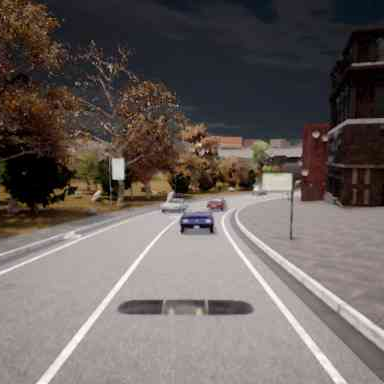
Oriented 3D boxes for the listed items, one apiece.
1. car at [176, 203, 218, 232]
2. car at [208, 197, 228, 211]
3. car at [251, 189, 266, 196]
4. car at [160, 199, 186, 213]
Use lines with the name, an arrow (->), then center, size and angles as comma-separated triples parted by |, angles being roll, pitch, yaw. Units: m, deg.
car -> 0.368, 1.568, 19.846 | 1.895, 1.301, 4.718 | 0, 0, 3
car -> 2.909, 1.300, 37.612 | 1.812, 1.442, 4.674 | 1, 1, 13
car -> 14.424, 0.085, 71.746 | 1.994, 1.385, 4.181 | 4, 4, 33
car -> -1.738, 1.383, 33.634 | 1.895, 1.301, 4.718 | 1, 1, 11
